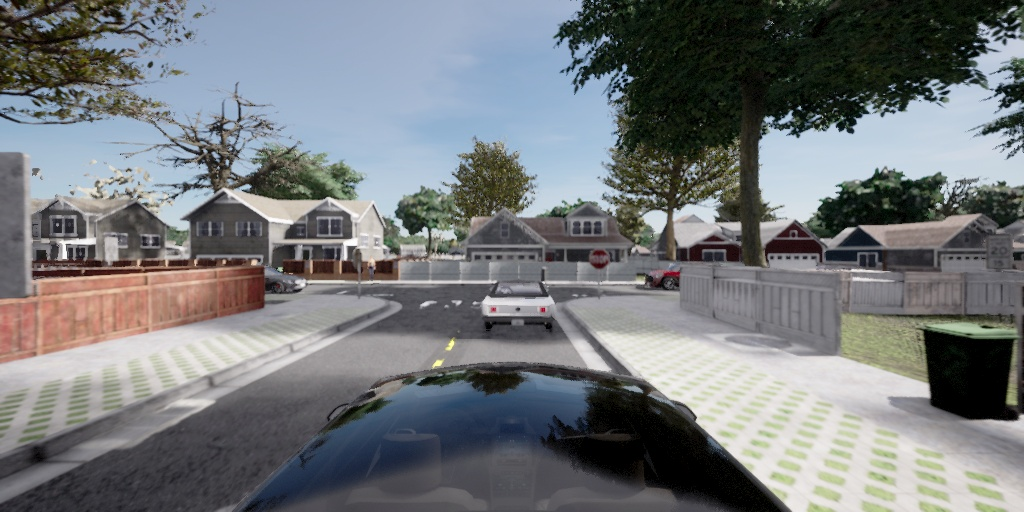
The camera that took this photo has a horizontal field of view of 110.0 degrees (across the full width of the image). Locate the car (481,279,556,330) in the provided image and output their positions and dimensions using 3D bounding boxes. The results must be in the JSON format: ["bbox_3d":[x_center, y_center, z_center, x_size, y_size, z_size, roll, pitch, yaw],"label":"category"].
[{"bbox_3d":[0.226,1.357,11.098,1.895,1.301,4.718,0,0,2],"label":"car"}]

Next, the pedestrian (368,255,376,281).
[{"bbox_3d":[-9.776,0.829,24.886,0.375,1.860,0.375,0,0,-1],"label":"pedestrian"}]

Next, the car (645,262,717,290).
[{"bbox_3d":[10.663,1.151,22.191,4.553,1.767,2.097,0,1,-1],"label":"car"}]

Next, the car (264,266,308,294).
[{"bbox_3d":[-13.337,1.253,18.941,4.674,1.442,1.812,0,1,2],"label":"car"}]

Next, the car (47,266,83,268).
[{"bbox_3d":[-23.403,1.250,18.885,4.181,1.385,1.994,0,1,-1],"label":"car"}]

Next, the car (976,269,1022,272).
[{"bbox_3d":[29.911,1.473,22.398,4.718,1.301,1.895,0,1,1],"label":"car"}]

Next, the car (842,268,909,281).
[{"bbox_3d":[21.153,1.468,19.355,4.718,1.301,1.895,0,1,-1],"label":"car"}]

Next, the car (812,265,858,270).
[{"bbox_3d":[19.792,1.326,22.285,4.902,1.511,2.128,0,1,-1],"label":"car"}]
